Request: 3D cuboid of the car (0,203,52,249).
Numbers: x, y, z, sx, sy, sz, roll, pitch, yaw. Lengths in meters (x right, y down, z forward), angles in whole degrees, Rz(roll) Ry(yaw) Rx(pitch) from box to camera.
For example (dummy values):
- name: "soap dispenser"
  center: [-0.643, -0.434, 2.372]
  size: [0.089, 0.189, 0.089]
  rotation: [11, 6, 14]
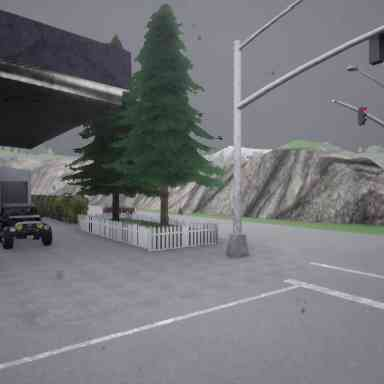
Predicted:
- name: "car"
  center: [-8.047, 1.505, 15.803]
  size: [1.905, 1.878, 3.866]
  rotation: [0, 0, -37]

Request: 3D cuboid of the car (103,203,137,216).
- name: "car"
  center: [-7.316, 1.792, 33.576]
  size: [1.895, 1.301, 4.718]
  rotation: [0, 0, -36]
